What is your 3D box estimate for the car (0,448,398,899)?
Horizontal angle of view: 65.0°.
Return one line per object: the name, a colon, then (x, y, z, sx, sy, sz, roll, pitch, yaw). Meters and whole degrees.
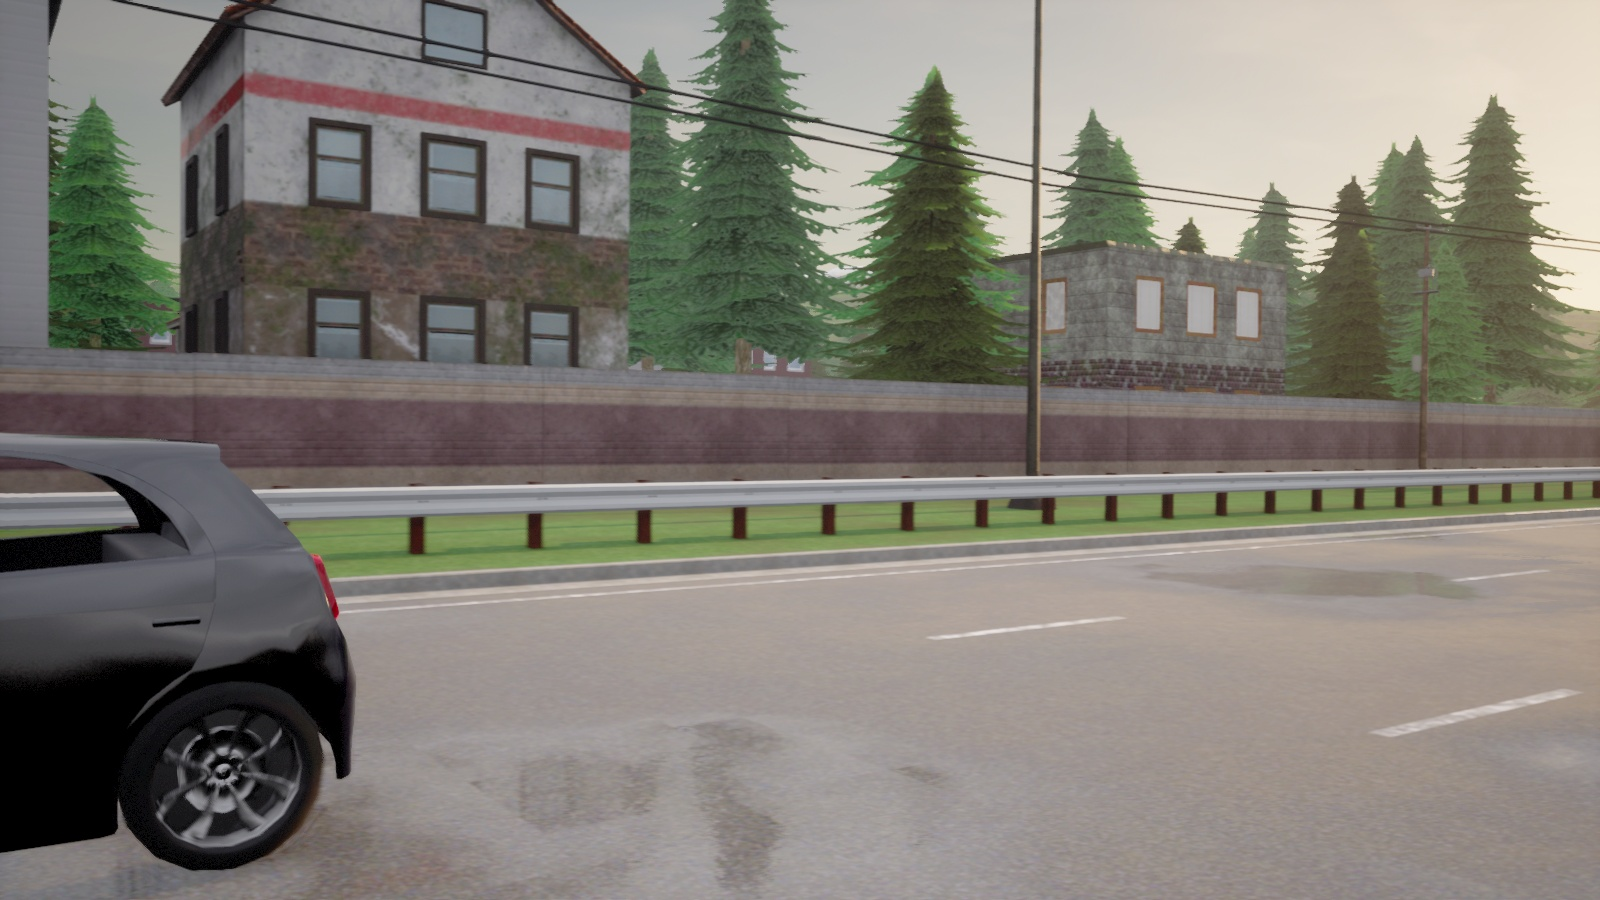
car: (-3.448, 0.782, 4.153, 3.633, 1.501, 1.845, -1, 1, -34)
